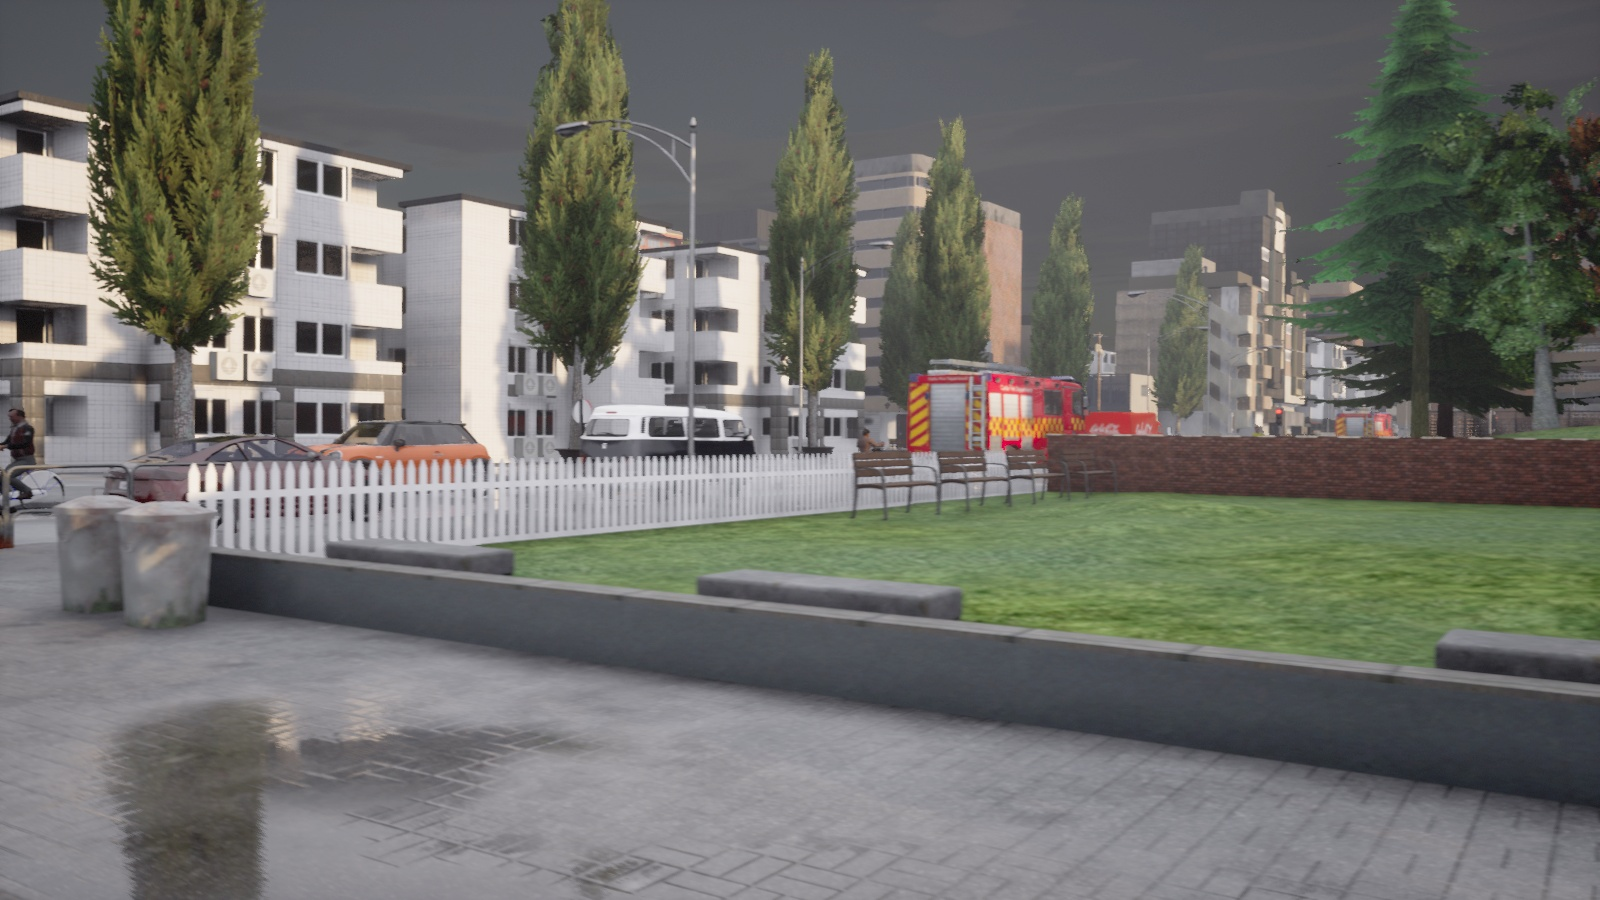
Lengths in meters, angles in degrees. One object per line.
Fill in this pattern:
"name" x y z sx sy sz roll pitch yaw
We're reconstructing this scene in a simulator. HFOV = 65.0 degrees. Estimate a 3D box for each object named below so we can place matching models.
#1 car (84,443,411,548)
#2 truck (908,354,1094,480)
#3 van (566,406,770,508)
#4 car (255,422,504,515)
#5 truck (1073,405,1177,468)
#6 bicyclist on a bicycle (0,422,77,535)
"car" -8.347 0.607 19.329 1.994 1.385 4.181 0 1 33
"truck" 6.963 -1.073 42.268 2.891 3.827 8.468 0 1 34
"van" -2.802 0.103 27.634 2.069 2.038 4.480 0 1 34
"car" -8.616 0.311 26.126 2.097 1.767 4.553 0 1 34
"truck" 13.552 -0.586 52.132 2.627 2.467 5.204 0 1 33
"bicyclist on a bicycle" -12.661 0.443 20.019 0.659 1.776 1.843 0 1 33
